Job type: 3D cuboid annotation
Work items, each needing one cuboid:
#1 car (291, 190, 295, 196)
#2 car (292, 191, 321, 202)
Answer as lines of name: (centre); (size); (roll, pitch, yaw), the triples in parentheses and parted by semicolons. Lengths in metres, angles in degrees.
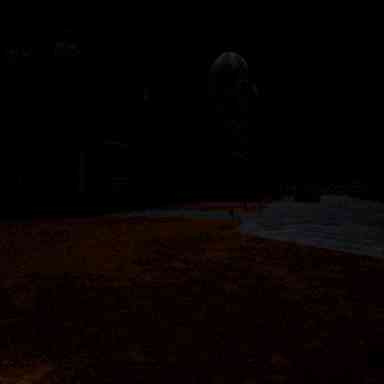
car: (28.747, 0.522, 86.939); (3.988, 1.617, 1.851); (0, 1, 17)
car: (19.222, 0.963, 55.334); (4.181, 1.381, 1.994); (0, 1, 17)
